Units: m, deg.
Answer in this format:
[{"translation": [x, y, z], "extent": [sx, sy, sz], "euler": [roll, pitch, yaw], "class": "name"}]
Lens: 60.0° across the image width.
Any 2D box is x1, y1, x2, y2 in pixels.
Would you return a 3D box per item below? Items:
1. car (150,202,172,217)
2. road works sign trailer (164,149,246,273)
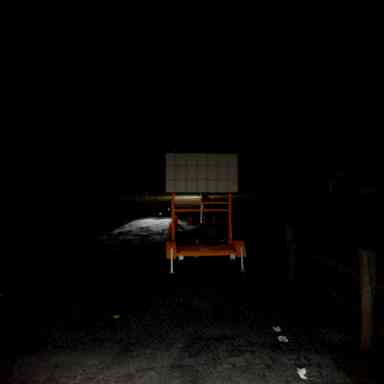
[{"translation": [-2.699, 1.562, 30.655], "extent": [1.895, 1.301, 4.718], "euler": [0, 0, 0], "class": "car"}, {"translation": [0.292, 0.456, 10.673], "extent": [2.380, 3.560, 2.880], "euler": [0, 0, -6], "class": "road works sign trailer"}]
